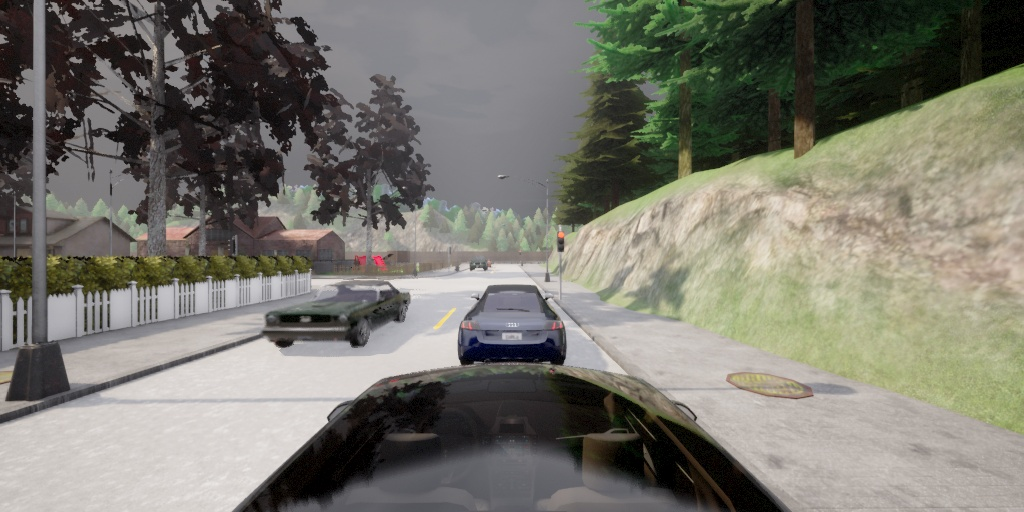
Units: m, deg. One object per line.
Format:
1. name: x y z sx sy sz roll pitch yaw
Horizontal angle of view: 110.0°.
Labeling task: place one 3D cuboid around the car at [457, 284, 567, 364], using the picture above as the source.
1. car: 0.005 1.314 8.002 1.994 1.385 4.181 0 0 0

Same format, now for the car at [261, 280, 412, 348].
1. car: -4.165 1.351 9.401 1.895 1.301 4.718 0 0 -1

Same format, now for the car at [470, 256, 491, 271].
1. car: -4.529 0.972 49.488 2.150 2.045 5.566 0 0 0
